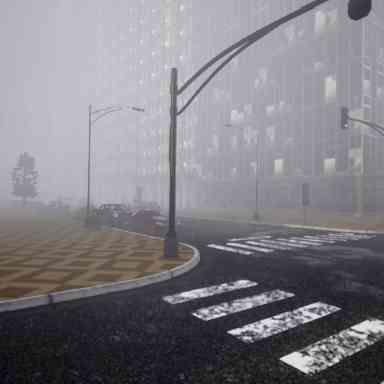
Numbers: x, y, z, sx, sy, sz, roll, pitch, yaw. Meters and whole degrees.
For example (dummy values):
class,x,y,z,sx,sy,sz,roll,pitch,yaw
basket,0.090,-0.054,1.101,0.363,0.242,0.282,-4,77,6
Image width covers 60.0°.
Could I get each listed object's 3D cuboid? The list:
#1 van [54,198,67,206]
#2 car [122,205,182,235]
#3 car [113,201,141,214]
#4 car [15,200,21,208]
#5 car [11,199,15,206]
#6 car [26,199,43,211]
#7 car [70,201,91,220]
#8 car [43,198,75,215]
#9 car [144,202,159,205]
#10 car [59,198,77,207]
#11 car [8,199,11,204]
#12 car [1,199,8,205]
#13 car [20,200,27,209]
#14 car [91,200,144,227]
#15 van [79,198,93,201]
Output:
class,x,y,z,sx,sy,sz,roll,pitch,yaw
van,-27.916,2.114,70.765,1.690,1.788,3.998,1,-1,-35
car,-2.241,1.661,19.372,1.802,1.307,4.206,1,-1,-35
car,-8.486,1.971,42.946,1.752,1.417,4.829,1,-1,-35
car,-28.277,2.061,56.647,1.887,1.381,4.507,1,-1,-35
car,-31.533,2.122,61.305,2.008,1.369,4.403,1,-1,-35
car,-21.768,1.957,47.328,2.008,1.369,4.403,1,-1,-35
car,-8.653,1.712,28.552,1.752,1.417,4.829,1,-1,-35
car,-15.259,1.737,38.011,1.967,1.590,4.097,1,-1,-35
car,-5.135,1.830,38.149,1.967,1.590,4.097,1,-1,-35
car,-24.662,2.033,66.106,2.192,1.841,5.009,1,-1,-35
car,-34.787,2.207,65.965,1.802,1.307,4.206,1,-1,-35
car,-41.296,2.286,75.283,2.008,1.369,4.403,1,-1,-35
car,-25.023,2.027,51.987,1.947,1.339,4.313,1,-1,-35
car,-5.496,1.573,24.033,1.967,1.590,4.097,1,-1,-35
van,-18.152,1.950,56.787,1.690,1.788,3.998,1,-1,-35
